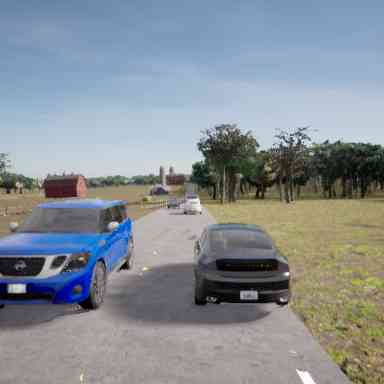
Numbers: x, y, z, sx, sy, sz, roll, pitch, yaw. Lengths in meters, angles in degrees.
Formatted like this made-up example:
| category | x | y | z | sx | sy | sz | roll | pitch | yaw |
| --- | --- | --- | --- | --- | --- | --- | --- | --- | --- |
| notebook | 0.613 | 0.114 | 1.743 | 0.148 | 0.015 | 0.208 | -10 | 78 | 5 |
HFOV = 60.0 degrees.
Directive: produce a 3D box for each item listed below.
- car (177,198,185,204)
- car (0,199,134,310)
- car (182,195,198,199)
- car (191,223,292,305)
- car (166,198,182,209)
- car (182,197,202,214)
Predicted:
| category | x | y | z | sx | sy | sz | roll | pitch | yaw |
| --- | --- | --- | --- | --- | --- | --- | --- | --- | --- |
| car | -2.693 | 2.199 | 80.160 | 1.812 | 1.442 | 4.674 | 0 | -1 | 0 |
| car | -2.845 | 1.225 | 8.177 | 2.150 | 2.045 | 5.566 | 0 | 0 | 0 |
| car | 0.062 | 1.431 | 47.358 | 2.150 | 2.045 | 5.566 | 0 | -1 | 1 |
| car | 0.968 | 1.509 | 8.062 | 1.837 | 1.490 | 4.892 | 0 | 0 | 0 |
| car | -2.805 | 1.759 | 50.898 | 1.837 | 1.490 | 4.892 | 0 | -1 | 0 |
| car | 0.102 | 1.633 | 36.702 | 1.812 | 1.442 | 4.674 | 0 | 0 | 0 |
